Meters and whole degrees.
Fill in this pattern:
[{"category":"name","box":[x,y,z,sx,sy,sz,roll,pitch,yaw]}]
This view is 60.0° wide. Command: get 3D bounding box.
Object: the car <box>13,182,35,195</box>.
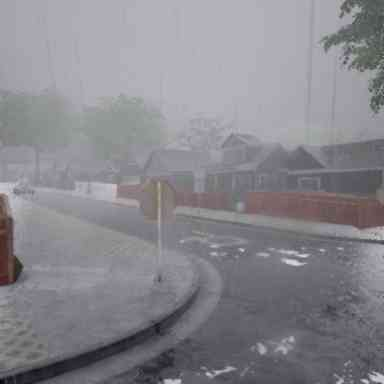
[{"category":"car","box":[-22.376,-0.556,44.296,2.097,1.767,4.553,0,3,-35]}]
